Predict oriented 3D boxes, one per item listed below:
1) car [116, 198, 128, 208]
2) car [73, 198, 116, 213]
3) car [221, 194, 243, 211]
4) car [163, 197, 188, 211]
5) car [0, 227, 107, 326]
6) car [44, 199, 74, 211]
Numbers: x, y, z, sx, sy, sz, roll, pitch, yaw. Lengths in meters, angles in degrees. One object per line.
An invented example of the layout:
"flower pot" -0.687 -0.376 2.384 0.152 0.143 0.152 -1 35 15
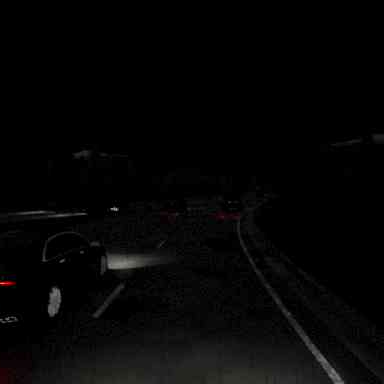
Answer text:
"car" -11.500 1.679 51.303 1.994 1.385 4.181 0 0 15
"car" -11.344 1.703 38.999 1.895 1.301 4.718 0 0 17
"car" 4.896 1.229 40.092 2.150 2.045 5.566 0 0 14
"car" -1.967 1.400 41.321 2.097 1.767 4.553 0 0 14
"car" -3.265 1.531 7.196 1.837 1.490 4.892 0 0 2
"car" -17.216 1.633 43.752 2.128 1.511 4.902 0 0 17
